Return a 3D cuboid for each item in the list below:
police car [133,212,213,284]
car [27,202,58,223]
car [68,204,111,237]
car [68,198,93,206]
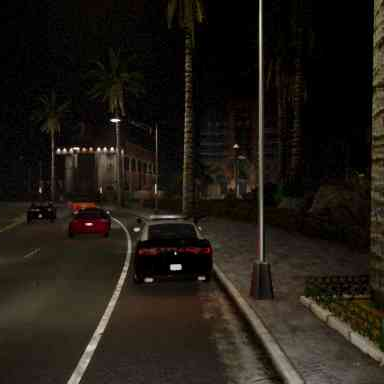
[{"bbox_3d":[-0.678,1.424,9.770,1.930,1.638,5.238,0,0,-7],"label":"police car"},{"bbox_3d":[-11.510,1.482,25.647,2.128,1.511,4.902,0,0,-20],"label":"car"},{"bbox_3d":[-5.536,1.560,18.305,1.994,1.385,4.181,0,0,-13],"label":"car"},{"bbox_3d":[-10.787,1.344,32.257,2.097,1.767,4.553,0,0,-26],"label":"car"}]
